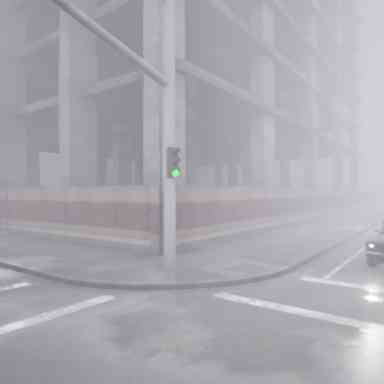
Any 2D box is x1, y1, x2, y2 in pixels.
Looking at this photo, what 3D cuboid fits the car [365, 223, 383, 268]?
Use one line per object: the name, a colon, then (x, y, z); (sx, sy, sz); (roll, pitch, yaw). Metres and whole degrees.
car: (6.954, 1.604, 10.704); (1.895, 1.301, 4.718); (0, 0, 37)
